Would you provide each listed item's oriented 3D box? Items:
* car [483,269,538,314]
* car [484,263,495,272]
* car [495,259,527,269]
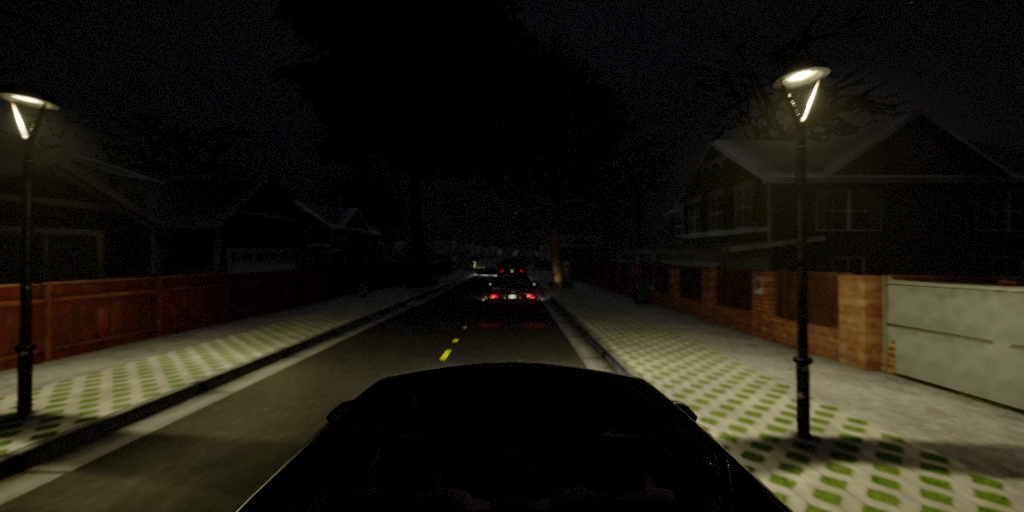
[{"bbox_3d":[0.011,1.419,14.359,2.033,1.411,5.357,0,-1,0],"label":"car"},{"bbox_3d":[-2.771,1.698,49.002,1.812,1.442,4.674,0,-1,1],"label":"car"},{"bbox_3d":[0.010,1.233,29.426,2.150,2.045,5.566,0,0,0],"label":"car"}]
